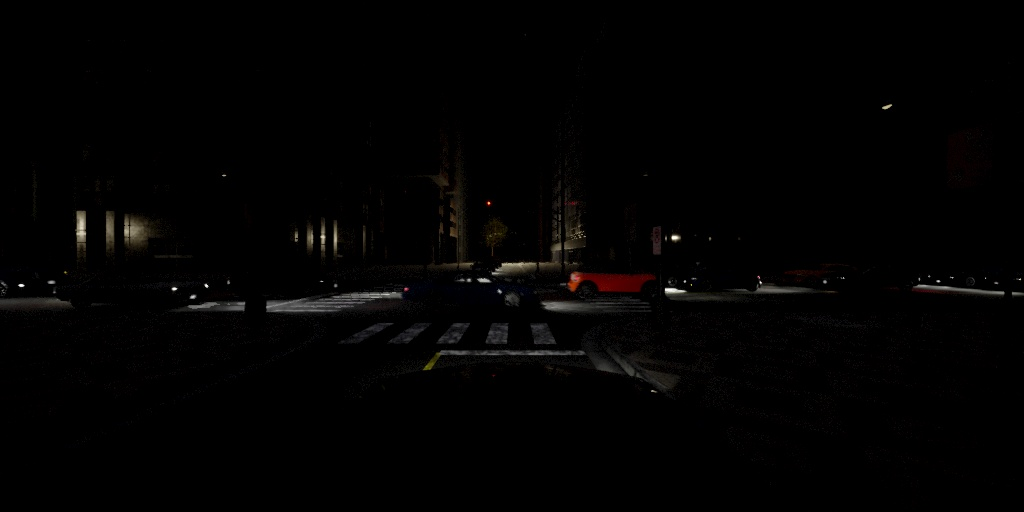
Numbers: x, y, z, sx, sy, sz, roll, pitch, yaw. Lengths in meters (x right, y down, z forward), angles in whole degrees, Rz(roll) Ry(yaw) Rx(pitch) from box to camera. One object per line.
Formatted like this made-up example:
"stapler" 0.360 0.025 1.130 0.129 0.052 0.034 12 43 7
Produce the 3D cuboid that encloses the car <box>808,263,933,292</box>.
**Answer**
"car" 20.880 1.262 21.087 4.902 1.511 2.128 0 0 0

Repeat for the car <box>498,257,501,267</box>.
"car" -3.115 1.313 56.046 1.994 1.385 4.181 0 0 0

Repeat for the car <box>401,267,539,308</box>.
"car" -1.632 1.298 14.484 5.357 1.411 2.033 0 0 0

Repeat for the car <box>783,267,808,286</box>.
"car" 21.230 1.243 24.335 5.008 1.535 1.882 0 0 0

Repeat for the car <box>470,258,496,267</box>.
"car" -3.085 1.241 36.106 2.128 1.511 4.902 0 0 0

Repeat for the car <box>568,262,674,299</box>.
"car" 5.114 1.107 17.705 4.553 1.767 2.097 0 0 0

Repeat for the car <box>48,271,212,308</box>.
"car" -15.145 1.347 14.541 4.718 1.301 1.895 0 0 0

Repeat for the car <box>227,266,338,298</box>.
"car" -11.392 1.234 17.993 4.902 1.511 2.128 0 0 -4

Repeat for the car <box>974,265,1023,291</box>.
"car" 30.762 1.310 21.040 4.674 1.442 1.812 0 0 0

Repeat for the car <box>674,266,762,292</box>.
"car" 12.184 1.324 21.125 4.181 1.385 1.994 0 0 0

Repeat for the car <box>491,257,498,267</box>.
"car" -3.103 1.254 46.061 1.837 1.490 4.892 0 0 0

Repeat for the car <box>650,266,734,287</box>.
"car" 12.095 1.355 24.377 4.718 1.301 1.895 0 0 3

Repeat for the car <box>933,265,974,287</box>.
"car" 31.563 1.327 24.287 5.357 1.411 2.033 0 0 0

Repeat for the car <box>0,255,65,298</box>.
"car" -25.657 0.957 17.836 5.566 2.045 2.150 0 0 0
